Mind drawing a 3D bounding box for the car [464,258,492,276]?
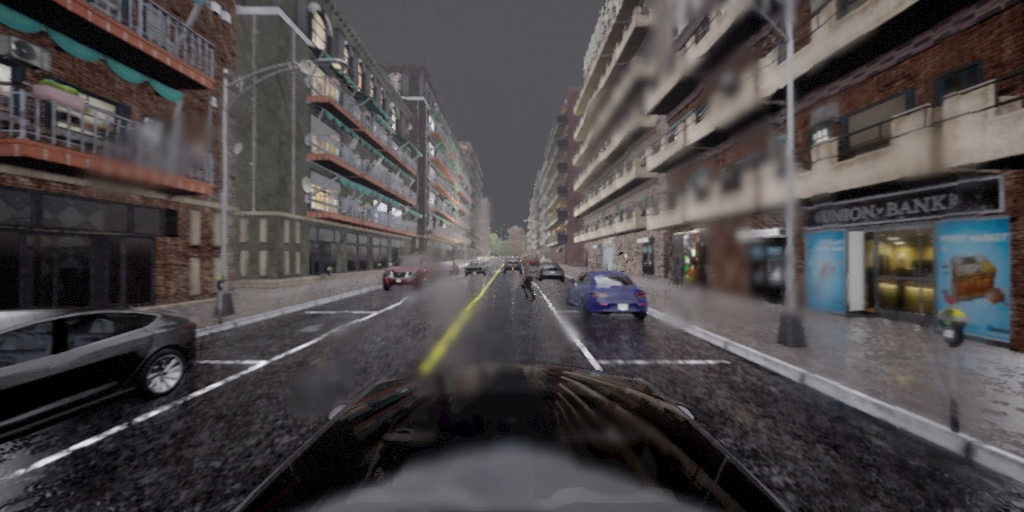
[{"bbox_3d":[-3.091,1.091,31.910,1.895,1.301,4.718,0,0,0],"label":"car"}]

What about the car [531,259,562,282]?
[{"bbox_3d":[2.691,1.107,25.991,1.948,1.339,4.313,0,0,0],"label":"car"}]

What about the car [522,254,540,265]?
[{"bbox_3d":[2.692,0.667,48.263,2.192,1.841,5.009,0,0,0],"label":"car"}]

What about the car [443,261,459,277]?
[{"bbox_3d":[-5.690,1.075,31.593,1.802,1.307,4.207,0,0,0],"label":"car"}]

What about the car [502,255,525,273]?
[{"bbox_3d":[0.079,0.952,36.901,1.837,1.490,4.892,0,0,0],"label":"car"}]

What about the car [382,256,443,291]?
[{"bbox_3d":[-5.690,0.903,20.457,2.192,1.841,5.009,0,0,0],"label":"car"}]

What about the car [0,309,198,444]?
[{"bbox_3d":[-5.691,1.298,3.755,1.948,1.339,4.313,0,0,0],"label":"car"}]

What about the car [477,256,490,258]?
[{"bbox_3d":[-5.688,0.762,64.999,2.007,1.370,4.403,0,0,0],"label":"car"}]

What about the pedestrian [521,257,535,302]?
[{"bbox_3d":[0.630,0.930,14.707,0.375,1.860,0.375,1,0,-3],"label":"pedestrian"}]

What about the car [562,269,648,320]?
[{"bbox_3d":[2.999,1.188,11.984,1.812,1.442,4.674,0,1,0],"label":"car"}]
